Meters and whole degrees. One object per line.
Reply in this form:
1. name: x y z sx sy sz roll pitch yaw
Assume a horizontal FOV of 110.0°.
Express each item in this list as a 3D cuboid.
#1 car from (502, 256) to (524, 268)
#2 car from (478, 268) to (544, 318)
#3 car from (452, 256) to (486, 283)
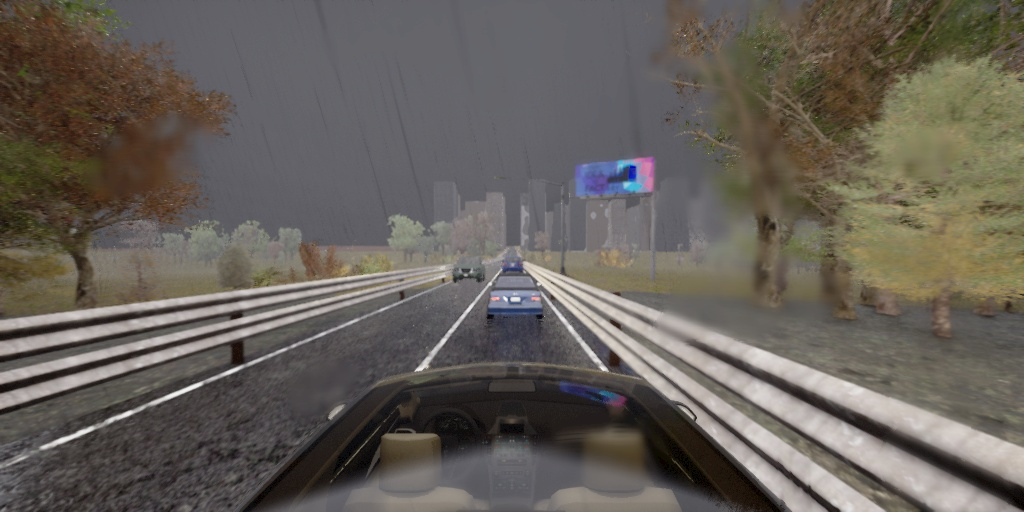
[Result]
1. car: 0.089 1.045 39.131 2.150 2.045 5.566 0 0 0
2. car: 0.096 1.320 12.994 2.033 1.411 5.357 0 0 0
3. car: -3.342 1.024 28.757 2.150 2.045 5.566 0 0 0
